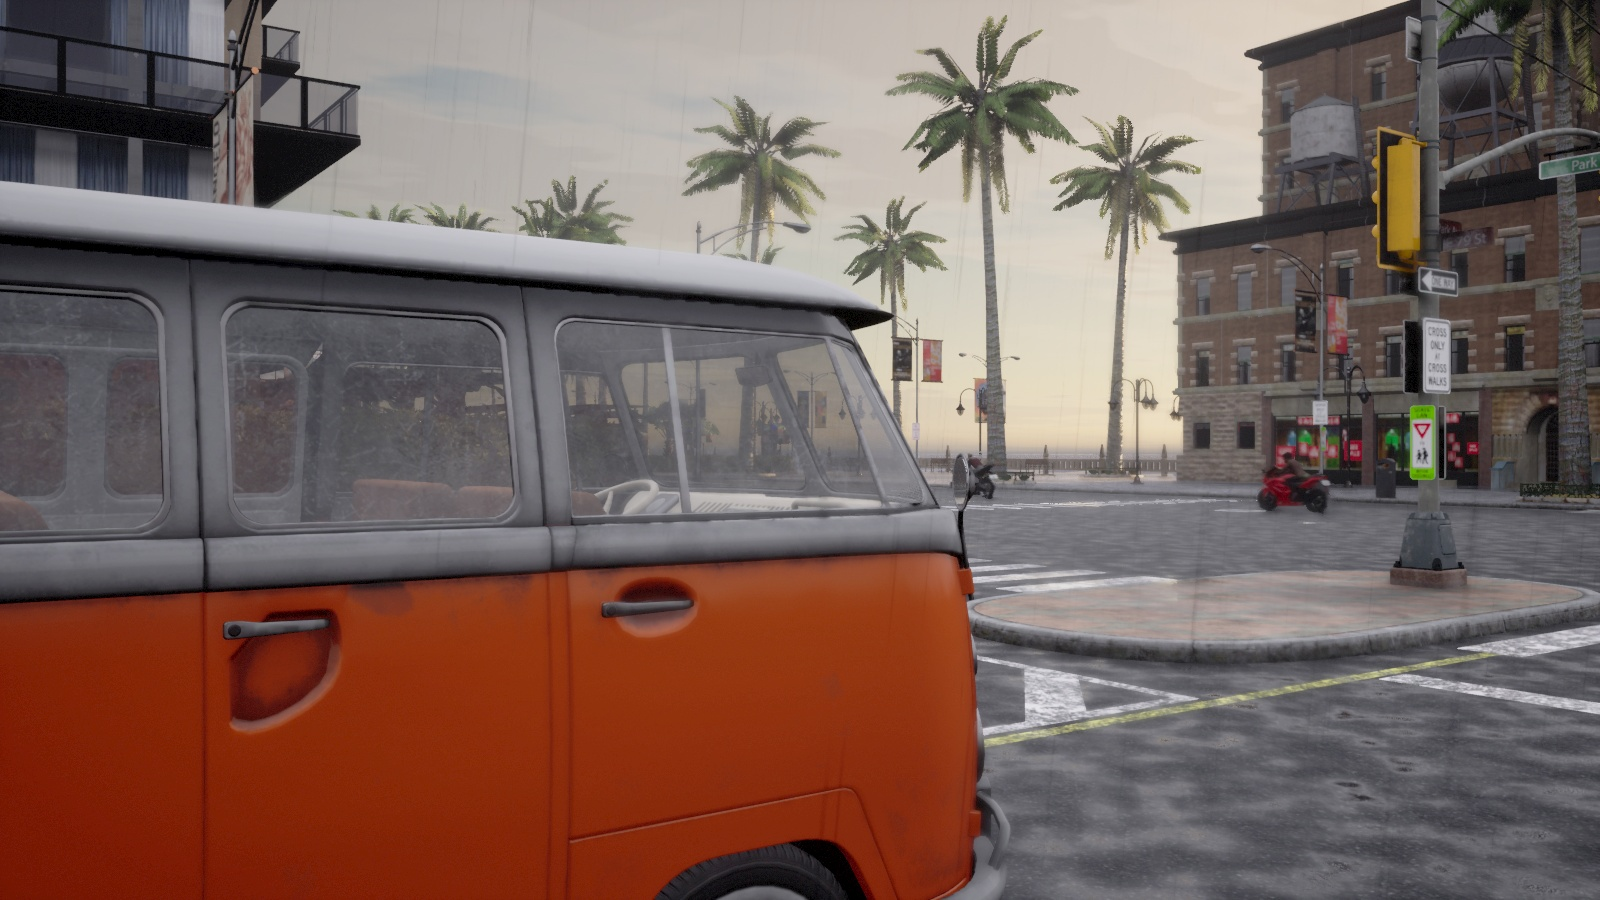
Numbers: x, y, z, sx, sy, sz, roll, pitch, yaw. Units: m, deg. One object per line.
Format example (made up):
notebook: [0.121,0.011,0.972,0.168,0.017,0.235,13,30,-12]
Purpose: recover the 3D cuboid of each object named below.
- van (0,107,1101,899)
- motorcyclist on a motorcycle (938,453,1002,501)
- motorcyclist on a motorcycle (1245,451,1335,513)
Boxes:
van: [-1.588,0.507,2.554,4.442,1.987,1.775,0,0,-35]
motorcyclist on a motorcycle: [5.638,0.870,41.704,0.866,1.530,2.191,0,0,-34]
motorcyclist on a motorcycle: [12.395,0.778,31.819,0.797,1.523,2.044,0,0,-34]
